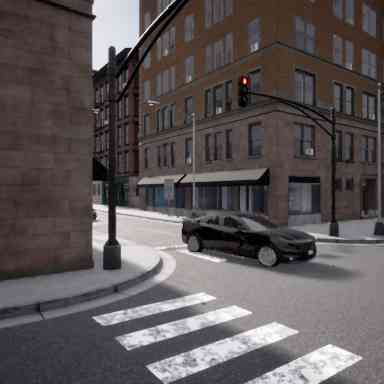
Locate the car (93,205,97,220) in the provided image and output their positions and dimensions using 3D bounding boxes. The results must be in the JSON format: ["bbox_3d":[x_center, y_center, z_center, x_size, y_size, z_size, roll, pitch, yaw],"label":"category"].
[{"bbox_3d":[-8.771,1.355,25.355,1.837,1.490,4.892,0,0,-36],"label":"car"}]

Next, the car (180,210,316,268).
[{"bbox_3d":[1.726,1.434,11.469,1.882,1.535,5.008,0,1,-44],"label":"car"}]
